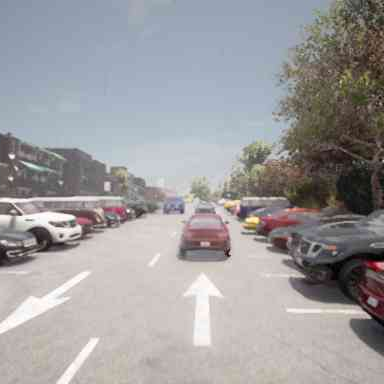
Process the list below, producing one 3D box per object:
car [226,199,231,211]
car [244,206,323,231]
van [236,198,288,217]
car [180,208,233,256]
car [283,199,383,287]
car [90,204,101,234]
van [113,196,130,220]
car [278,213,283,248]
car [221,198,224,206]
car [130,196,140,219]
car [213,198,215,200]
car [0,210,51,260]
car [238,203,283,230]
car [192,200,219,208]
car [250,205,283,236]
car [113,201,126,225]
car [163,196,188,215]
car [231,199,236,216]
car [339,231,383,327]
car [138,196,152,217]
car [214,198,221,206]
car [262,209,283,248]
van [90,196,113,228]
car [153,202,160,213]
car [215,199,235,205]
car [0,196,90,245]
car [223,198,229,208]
[{"bbox_3d":[6.374,1.789,35.607,4.674,1.452,2.002,0,-1,2],"label":"car"},{"bbox_3d":[5.843,1.680,21.696,4.674,1.452,2.002,0,0,2],"label":"car"},{"bbox_3d":[6.172,1.451,27.262,4.442,1.987,1.878,0,0,2],"label":"van"},{"bbox_3d":[0.539,1.599,13.434,1.812,1.442,4.674,0,0,2],"label":"car"},{"bbox_3d":[5.307,1.297,7.784,5.566,2.045,2.435,0,0,2],"label":"car"},{"bbox_3d":[-7.440,1.523,16.495,5.008,1.535,2.097,0,0,2],"label":"car"},{"bbox_3d":[-7.238,1.353,24.905,4.442,1.987,1.878,0,0,2],"label":"van"},{"bbox_3d":[5.464,1.595,10.562,4.792,1.488,2.163,0,0,2],"label":"car"},{"bbox_3d":[6.690,1.848,43.956,5.008,1.535,2.097,0,-1,2],"label":"car"},{"bbox_3d":[-7.049,1.472,27.703,4.553,1.767,2.185,0,0,2],"label":"car"},{"bbox_3d":[7.928,2.358,75.561,5.008,1.535,2.097,0,-1,2],"label":"car"},{"bbox_3d":[-7.645,1.487,10.888,4.892,1.521,2.231,0,0,2],"label":"car"},{"bbox_3d":[5.558,1.617,18.920,5.366,1.575,1.946,0,0,2],"label":"car"},{"bbox_3d":[1.110,1.703,28.753,1.812,1.442,4.674,0,0,2],"label":"car"},{"bbox_3d":[5.635,1.603,16.129,5.008,1.535,2.097,0,0,2],"label":"car"},{"bbox_3d":[-7.233,1.562,22.097,4.892,1.521,2.231,0,0,2],"label":"car"},{"bbox_3d":[-1.958,1.462,38.103,2.150,2.045,5.566,0,0,2],"label":"car"},{"bbox_3d":[6.129,1.573,30.045,4.553,1.767,2.185,0,0,2],"label":"car"},{"bbox_3d":[5.225,1.535,4.997,5.008,1.535,2.097,0,0,2],"label":"car"},{"bbox_3d":[-6.882,1.369,30.501,5.566,2.045,2.435,0,0,2],"label":"car"},{"bbox_3d":[7.797,2.347,72.415,4.674,1.452,2.002,0,-1,2],"label":"car"},{"bbox_3d":[5.508,1.614,13.347,4.792,1.488,2.163,0,0,2],"label":"car"},{"bbox_3d":[-7.214,1.317,19.294,4.442,1.987,1.878,0,0,2],"label":"van"},{"bbox_3d":[-6.488,1.736,41.702,4.892,1.521,2.231,0,-1,2],"label":"car"},{"bbox_3d":[8.172,2.505,82.105,4.674,1.452,2.002,0,-1,2],"label":"car"},{"bbox_3d":[-7.508,1.253,13.694,5.566,2.045,2.435,0,0,2],"label":"car"},{"bbox_3d":[6.485,1.778,38.392,5.008,1.535,2.097,0,-1,2],"label":"car"}]
